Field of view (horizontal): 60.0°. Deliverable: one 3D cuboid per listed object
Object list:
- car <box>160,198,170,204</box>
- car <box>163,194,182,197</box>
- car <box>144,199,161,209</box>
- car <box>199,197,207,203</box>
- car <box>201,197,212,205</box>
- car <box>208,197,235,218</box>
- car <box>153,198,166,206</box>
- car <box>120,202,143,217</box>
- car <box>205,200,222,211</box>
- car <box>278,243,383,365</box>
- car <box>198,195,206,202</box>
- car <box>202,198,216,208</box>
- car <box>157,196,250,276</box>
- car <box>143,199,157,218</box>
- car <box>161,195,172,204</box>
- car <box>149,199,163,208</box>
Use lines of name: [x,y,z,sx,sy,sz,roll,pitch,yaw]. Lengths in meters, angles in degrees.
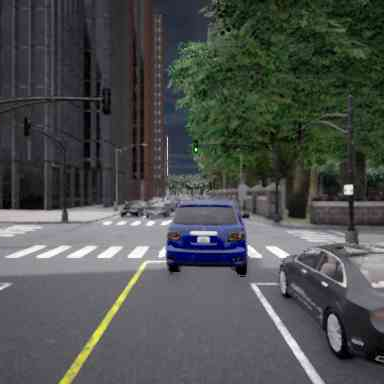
car: [-5.780,1.884,70.678,1.802,1.307,4.206,0,0,0]
car: [-3.096,1.560,50.267,2.097,1.767,4.553,0,0,0]
car: [-5.774,1.752,48.849,2.008,1.369,4.403,0,0,0]
car: [2.743,1.881,81.768,1.752,1.417,4.829,0,0,0]
car: [2.747,1.717,65.229,1.967,1.590,4.097,0,0,0]
car: [2.755,1.441,32.491,2.192,1.841,5.009,0,0,0]
car: [-5.777,1.834,59.763,1.802,1.307,4.206,0,0,0]
car: [-5.770,1.691,32.479,1.947,1.339,4.313,0,0,0]
car: [2.752,1.742,43.402,1.947,1.339,4.313,0,0,0]
car: [2.762,1.572,5.825,2.008,1.369,4.403,0,0,0]
car: [2.740,1.726,92.512,2.192,1.841,5.009,0,0,0]
car: [2.750,1.777,54.316,2.008,1.369,4.403,0,0,0]
car: [0.660,1.264,10.722,2.150,2.045,5.566,0,0,8]
car: [-3.145,1.647,31.380,1.812,1.442,4.674,0,0,1]
car: [-5.781,1.643,76.136,2.192,1.841,5.009,0,0,0]
car: [-5.776,1.808,54.306,1.802,1.307,4.206,0,0,0]
